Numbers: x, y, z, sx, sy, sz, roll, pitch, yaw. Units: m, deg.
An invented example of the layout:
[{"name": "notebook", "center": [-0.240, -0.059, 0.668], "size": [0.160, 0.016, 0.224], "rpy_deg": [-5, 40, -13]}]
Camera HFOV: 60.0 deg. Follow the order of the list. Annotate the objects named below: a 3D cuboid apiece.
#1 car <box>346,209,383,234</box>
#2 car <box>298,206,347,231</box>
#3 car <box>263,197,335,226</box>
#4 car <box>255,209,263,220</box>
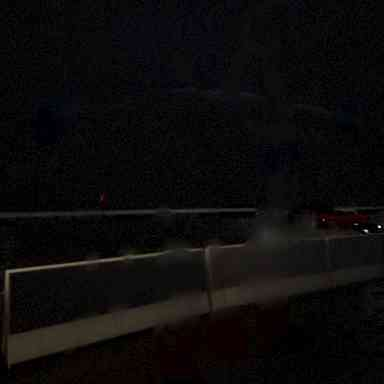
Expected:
[{"name": "car", "center": [11.694, 1.739, 19.134], "size": [5.357, 1.411, 2.033], "rpy_deg": [1, 0, -28]}, {"name": "car", "center": [9.587, 1.783, 21.959], "size": [4.718, 1.301, 1.895], "rpy_deg": [1, 0, -28]}, {"name": "car", "center": [8.512, 1.405, 25.343], "size": [5.566, 2.045, 2.150], "rpy_deg": [1, 0, -28]}, {"name": "car", "center": [7.688, 1.696, 28.841], "size": [4.892, 1.490, 1.837], "rpy_deg": [1, 0, -28]}]
